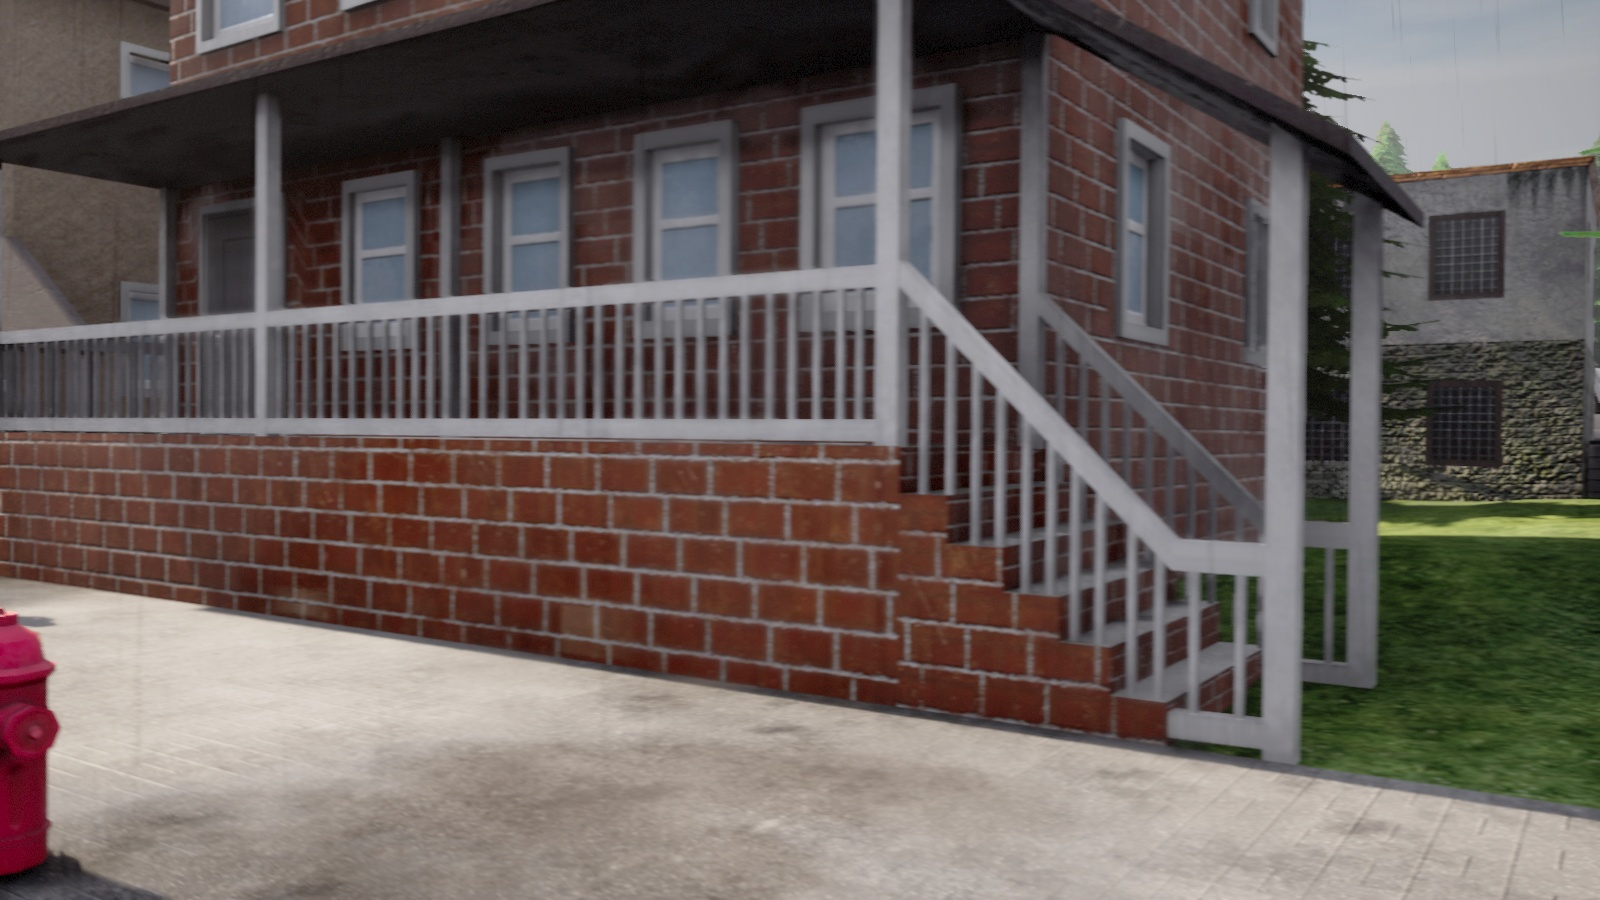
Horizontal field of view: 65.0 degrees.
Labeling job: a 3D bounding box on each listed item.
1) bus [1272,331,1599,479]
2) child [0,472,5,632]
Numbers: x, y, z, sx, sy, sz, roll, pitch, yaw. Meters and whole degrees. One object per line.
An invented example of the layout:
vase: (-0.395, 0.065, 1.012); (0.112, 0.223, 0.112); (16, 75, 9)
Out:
bus: (20.837, -1.379, 39.940); (10.273, 4.253, 3.944); (1, 1, 34)
child: (-6.063, 0.746, 9.203); (0.299, 1.160, 0.473); (-1, 1, -44)
